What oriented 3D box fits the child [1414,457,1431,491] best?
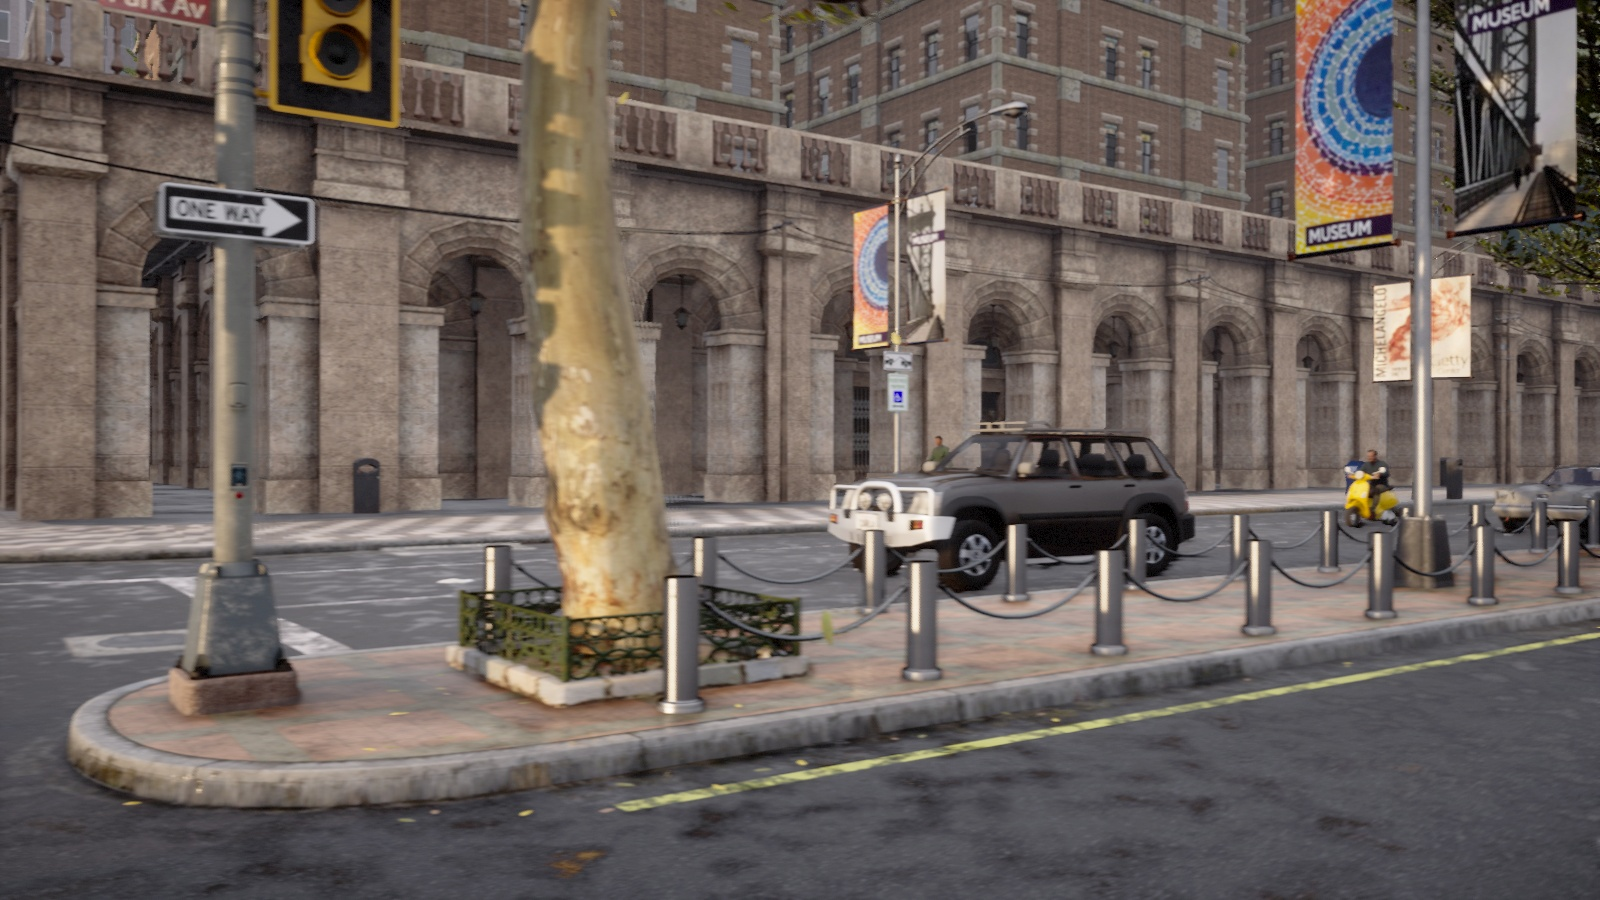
[{"bbox_3d":[21.951,0.844,44.282,0.448,1.192,0.343,0,0,-35],"label":"child"}]

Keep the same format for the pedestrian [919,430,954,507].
[{"bbox_3d":[3.520,0.473,32.351,0.788,1.949,0.423,0,0,-35],"label":"pedestrian"}]

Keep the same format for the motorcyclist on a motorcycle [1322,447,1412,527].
[{"bbox_3d":[11.646,0.737,25.776,1.817,1.590,0.866,0,0,-35],"label":"motorcyclist on a motorcycle"}]

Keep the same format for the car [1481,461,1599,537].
[{"bbox_3d":[15.160,0.872,23.957,4.718,1.301,1.895,0,0,-35],"label":"car"}]

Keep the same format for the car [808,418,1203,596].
[{"bbox_3d":[2.549,0.593,15.108,4.605,1.855,1.932,0,0,-34],"label":"car"}]
